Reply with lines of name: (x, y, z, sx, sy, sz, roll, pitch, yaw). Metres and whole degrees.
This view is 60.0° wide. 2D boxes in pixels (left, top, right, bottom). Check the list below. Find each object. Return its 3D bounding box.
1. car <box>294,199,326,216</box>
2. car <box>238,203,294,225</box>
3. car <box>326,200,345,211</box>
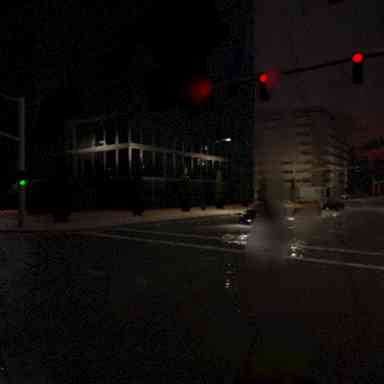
car: (11.218, 1.480, 32.565, 1.882, 1.535, 5.008, 0, 0, 36)
car: (5.450, 1.550, 24.654, 2.033, 1.411, 5.357, 0, 0, 36)
car: (17.170, 1.603, 40.699, 1.895, 1.301, 4.718, 0, 0, 36)
